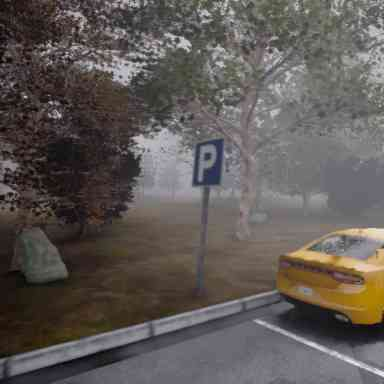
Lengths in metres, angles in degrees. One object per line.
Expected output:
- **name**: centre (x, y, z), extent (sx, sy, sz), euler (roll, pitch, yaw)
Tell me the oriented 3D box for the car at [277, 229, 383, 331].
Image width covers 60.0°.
- **car**: centre (3.955, 1.504, 6.876), extent (5.008, 1.535, 2.097), euler (0, 0, -33)
